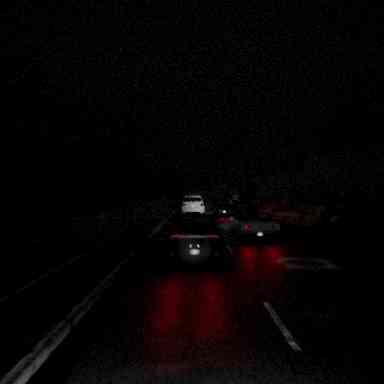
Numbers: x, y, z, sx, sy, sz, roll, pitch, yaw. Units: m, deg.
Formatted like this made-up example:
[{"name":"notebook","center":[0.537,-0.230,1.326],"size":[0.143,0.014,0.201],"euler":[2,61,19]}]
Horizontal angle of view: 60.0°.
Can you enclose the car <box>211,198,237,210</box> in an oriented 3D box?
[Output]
[{"name":"car","center":[3.097,1.643,34.208],"size":[1.837,1.490,4.892],"euler":[0,0,0]}]

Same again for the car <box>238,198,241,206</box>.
[{"name":"car","center":[8.072,1.691,38.073],"size":[4.674,1.452,2.002],"euler":[1,0,-20]}]

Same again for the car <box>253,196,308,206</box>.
[{"name":"car","center":[8.049,1.316,26.054],"size":[5.566,2.045,2.435],"euler":[1,0,-20]}]

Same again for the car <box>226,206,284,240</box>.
[{"name":"car","center":[3.097,1.634,17.306],"size":[1.895,1.301,4.718],"euler":[0,0,0]}]

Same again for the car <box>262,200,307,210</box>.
[{"name":"car","center":[7.896,1.542,23.001],"size":[5.366,1.575,1.946],"euler":[1,0,-20]}]

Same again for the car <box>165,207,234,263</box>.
[{"name":"car","center":[0.086,1.508,11.982],"size":[2.128,1.511,4.902],"euler":[0,0,0]}]

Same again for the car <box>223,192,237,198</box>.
[{"name":"car","center":[8.098,1.441,50.097],"size":[5.566,2.045,2.435],"euler":[1,0,-20]}]

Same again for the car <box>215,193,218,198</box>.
[{"name":"car","center":[8.044,1.615,71.095],"size":[4.792,1.488,2.163],"euler":[1,1,-20]}]

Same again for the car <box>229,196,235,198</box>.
[{"name":"car","center":[8.095,1.718,47.097],"size":[4.792,1.488,2.163],"euler":[1,0,-20]}]

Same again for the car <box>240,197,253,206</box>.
[{"name":"car","center":[8.063,1.631,35.072],"size":[5.008,1.535,2.097],"euler":[1,-1,-20]}]

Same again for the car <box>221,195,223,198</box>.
[{"name":"car","center":[7.898,1.685,53.024],"size":[5.366,1.575,1.946],"euler":[1,0,-20]}]

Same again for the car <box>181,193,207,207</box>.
[{"name":"car","center":[0.098,1.352,33.188],"size":[2.150,2.045,5.566],"euler":[0,0,0]}]

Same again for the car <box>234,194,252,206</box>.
[{"name":"car","center":[8.102,1.542,41.084],"size":[4.553,1.767,2.185],"euler":[1,0,-20]}]

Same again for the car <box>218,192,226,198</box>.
[{"name":"car","center":[8.047,1.423,59.077],"size":[5.566,2.045,2.435],"euler":[1,1,-20]}]

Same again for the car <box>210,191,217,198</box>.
[{"name":"car","center":[8.042,1.303,89.089],"size":[4.553,1.767,2.185],"euler":[1,0,-20]}]

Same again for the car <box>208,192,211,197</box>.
[{"name":"car","center":[8.063,1.378,95.065],"size":[4.892,1.521,2.231],"euler":[1,0,-20]}]

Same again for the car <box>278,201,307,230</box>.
[{"name":"car","center":[8.243,1.533,20.135],"size":[5.366,1.575,1.946],"euler":[1,-1,-20]}]

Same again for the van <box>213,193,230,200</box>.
[{"name":"van","center":[8.181,1.179,92.124],"size":[4.442,1.987,1.878],"euler":[1,0,-20]}]

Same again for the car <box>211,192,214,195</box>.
[{"name":"car","center":[8.065,1.495,86.119],"size":[4.674,1.452,2.002],"euler":[1,0,-20]}]

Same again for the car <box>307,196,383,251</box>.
[{"name":"car","center":[8.097,1.256,14.084],"size":[5.566,2.045,2.435],"euler":[1,-1,-20]}]

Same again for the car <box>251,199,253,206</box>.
[{"name":"car","center":[8.044,1.616,29.056],"size":[4.792,1.488,2.163],"euler":[1,0,-20]}]

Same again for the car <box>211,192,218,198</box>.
[{"name":"car","center":[8.044,1.510,83.100],"size":[4.792,1.488,2.163],"euler":[1,1,-20]}]
